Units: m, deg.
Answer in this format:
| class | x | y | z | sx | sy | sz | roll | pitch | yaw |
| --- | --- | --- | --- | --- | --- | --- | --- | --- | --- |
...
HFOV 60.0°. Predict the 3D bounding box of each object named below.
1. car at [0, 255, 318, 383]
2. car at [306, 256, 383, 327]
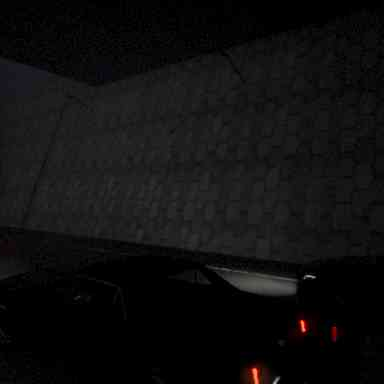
| class | x | y | z | sx | sy | sz | roll | pitch | yaw |
| --- | --- | --- | --- | --- | --- | --- | --- | --- | --- |
| car | -0.957 | 1.600 | 4.676 | 4.718 | 1.301 | 1.895 | 0 | 0 | 36 |
| car | 4.120 | 1.526 | 5.354 | 4.674 | 1.442 | 1.812 | 0 | 0 | 36 |
